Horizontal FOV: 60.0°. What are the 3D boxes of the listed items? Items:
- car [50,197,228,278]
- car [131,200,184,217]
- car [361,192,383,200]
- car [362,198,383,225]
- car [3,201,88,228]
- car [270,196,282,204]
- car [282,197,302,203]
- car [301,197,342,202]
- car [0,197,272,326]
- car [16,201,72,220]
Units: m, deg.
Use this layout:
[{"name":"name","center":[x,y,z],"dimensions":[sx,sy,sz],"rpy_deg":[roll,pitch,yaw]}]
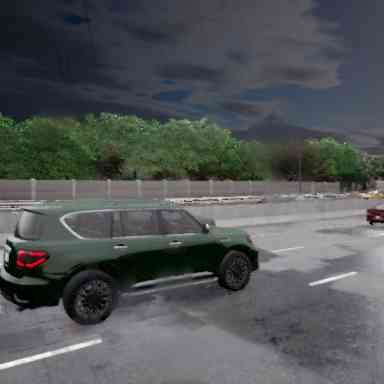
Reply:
[{"name":"car","center":[-1.582,1.220,11.213],"dimensions":[5.566,2.045,2.150],"rpy_deg":[0,0,-35]},{"name":"car","center":[-3.231,1.499,31.740],"dimensions":[4.674,1.442,1.812],"rpy_deg":[0,0,-35]},{"name":"car","center":[29.884,0.788,54.924],"dimensions":[5.008,1.535,1.882],"rpy_deg":[-1,1,-34]},{"name":"car","center":[13.434,1.387,21.855],"dimensions":[5.008,1.535,1.882],"rpy_deg":[-1,0,-35]},{"name":"car","center":[-9.909,1.476,22.713],"dimensions":[5.008,1.535,1.882],"rpy_deg":[0,0,-35]},{"name":"car","center":[11.554,1.263,46.395],"dimensions":[5.357,1.411,2.033],"rpy_deg":[-1,1,-35]},{"name":"car","center":[13.054,1.298,38.922],"dimensions":[4.674,1.442,1.812],"rpy_deg":[-1,1,-35]},{"name":"car","center":[14.257,1.293,35.498],"dimensions":[4.892,1.490,1.837],"rpy_deg":[-2,1,-35]},{"name":"car","center":[-1.014,1.221,7.320],"dimensions":[5.566,2.045,2.150],"rpy_deg":[0,0,-35]},{"name":"car","center":[-12.945,1.561,29.143],"dimensions":[4.181,1.385,1.994],"rpy_deg":[0,0,-35]}]
